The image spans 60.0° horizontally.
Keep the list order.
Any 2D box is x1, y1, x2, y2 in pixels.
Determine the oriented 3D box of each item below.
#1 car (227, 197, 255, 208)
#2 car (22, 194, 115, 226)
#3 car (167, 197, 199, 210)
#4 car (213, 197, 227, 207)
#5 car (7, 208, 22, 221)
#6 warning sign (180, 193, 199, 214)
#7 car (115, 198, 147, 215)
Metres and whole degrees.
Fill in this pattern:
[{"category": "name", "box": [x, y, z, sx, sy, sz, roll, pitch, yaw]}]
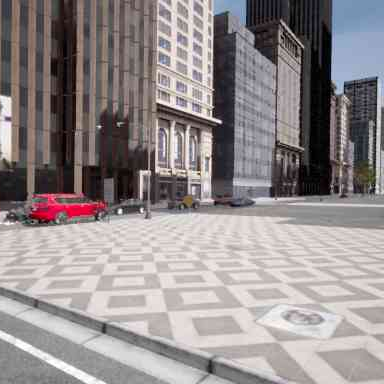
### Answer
[{"category": "car", "box": [7.068, 1.413, 45.536, 1.994, 1.385, 4.181, 1, 1, 35]}, {"category": "car", "box": [-8.510, 1.179, 23.498, 2.150, 2.045, 5.566, 1, 1, 35]}, {"category": "car", "box": [-0.989, 1.337, 39.681, 1.837, 1.490, 4.892, 1, 1, 35]}, {"category": "car", "box": [4.968, 1.392, 48.036, 1.895, 1.301, 4.718, 1, 1, 36]}, {"category": "car", "box": [-11.447, 1.467, 24.911, 1.994, 1.385, 4.181, 1, 1, 35]}, {"category": "warning sign", "box": [-0.243, 1.074, 30.668, 1.300, 1.860, 1.060, 1, 1, 35]}, {"category": "car", "box": [-6.436, 1.374, 31.988, 1.837, 1.490, 4.892, 1, 1, 35]}]
